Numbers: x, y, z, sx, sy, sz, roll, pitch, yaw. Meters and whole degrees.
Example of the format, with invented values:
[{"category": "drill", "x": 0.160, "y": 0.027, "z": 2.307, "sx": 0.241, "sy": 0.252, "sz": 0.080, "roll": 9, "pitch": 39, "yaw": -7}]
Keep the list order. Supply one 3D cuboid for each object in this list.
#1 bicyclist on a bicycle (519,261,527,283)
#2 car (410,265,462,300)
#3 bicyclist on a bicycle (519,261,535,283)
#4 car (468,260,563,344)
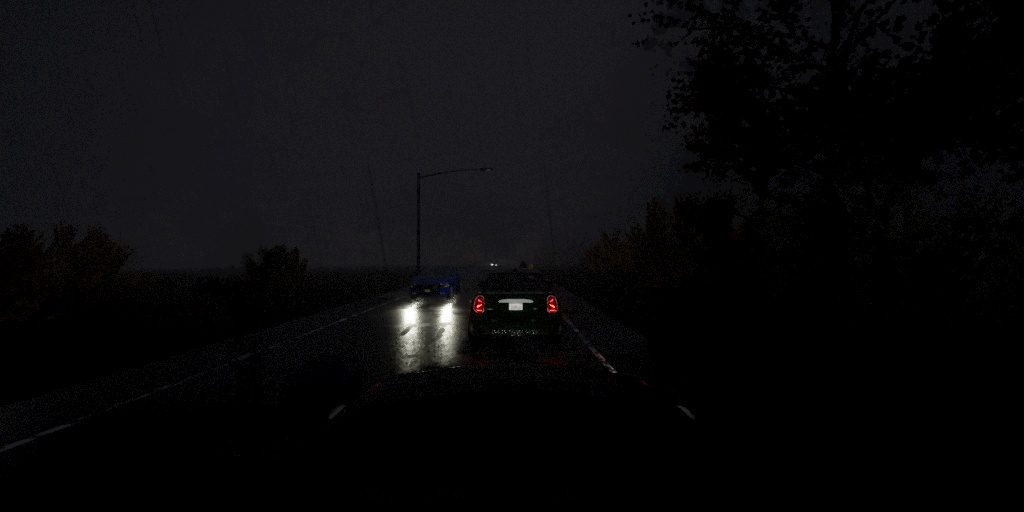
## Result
[{"category": "bicyclist on a bicycle", "x": 0.843, "y": 1.193, "z": 27.235, "sx": 0.582, "sy": 1.620, "sz": 1.656, "roll": 0, "pitch": 0, "yaw": 0}, {"category": "car", "x": -3.665, "y": 1.222, "z": 17.949, "sx": 1.882, "sy": 1.535, "sz": 5.008, "roll": 0, "pitch": 0, "yaw": 0}, {"category": "bicyclist on a bicycle", "x": 0.905, "y": 1.181, "z": 17.119, "sx": 0.866, "sy": 1.612, "sz": 1.509, "roll": 0, "pitch": 0, "yaw": 0}, {"category": "car", "x": 0.073, "y": 1.099, "z": 9.775, "sx": 2.097, "sy": 1.767, "sz": 4.553, "roll": 0, "pitch": 0, "yaw": 0}]
